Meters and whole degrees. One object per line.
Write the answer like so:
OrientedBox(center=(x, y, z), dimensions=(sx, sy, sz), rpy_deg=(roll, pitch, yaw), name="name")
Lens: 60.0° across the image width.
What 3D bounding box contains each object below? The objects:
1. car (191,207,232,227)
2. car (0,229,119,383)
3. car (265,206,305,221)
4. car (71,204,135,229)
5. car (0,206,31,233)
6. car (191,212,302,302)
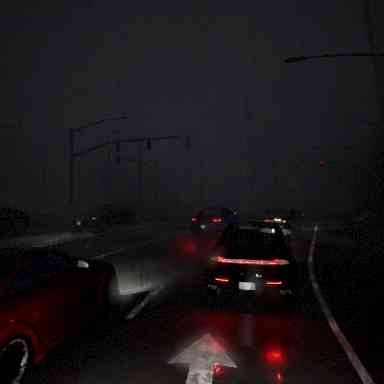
OrientedBox(center=(1.375, 1.526, 18.391), dimensions=(1.812, 1.442, 4.674), rpy_deg=(0, 0, 21), name="car")
OrientedBox(center=(-2.691, 1.565, 5.174), dimensions=(1.994, 1.385, 4.181), rpy_deg=(0, 0, 8), name="car")
OrientedBox(center=(4.647, 1.505, 17.268), dimensions=(1.837, 1.490, 4.892), rpy_deg=(0, 0, 21), name="car")
OrientedBox(center=(-5.415, 1.492, 20.840), dimensions=(2.128, 1.511, 4.902), rpy_deg=(0, 0, 22), name="car")
OrientedBox(center=(-10.614, 1.506, 16.966), dimensions=(1.837, 1.490, 4.892), rpy_deg=(0, -1, 20), name="car")
OrientedBox(center=(1.564, 1.492, 8.392), dimensions=(2.128, 1.511, 4.902), rpy_deg=(0, 0, 13), name="car")
